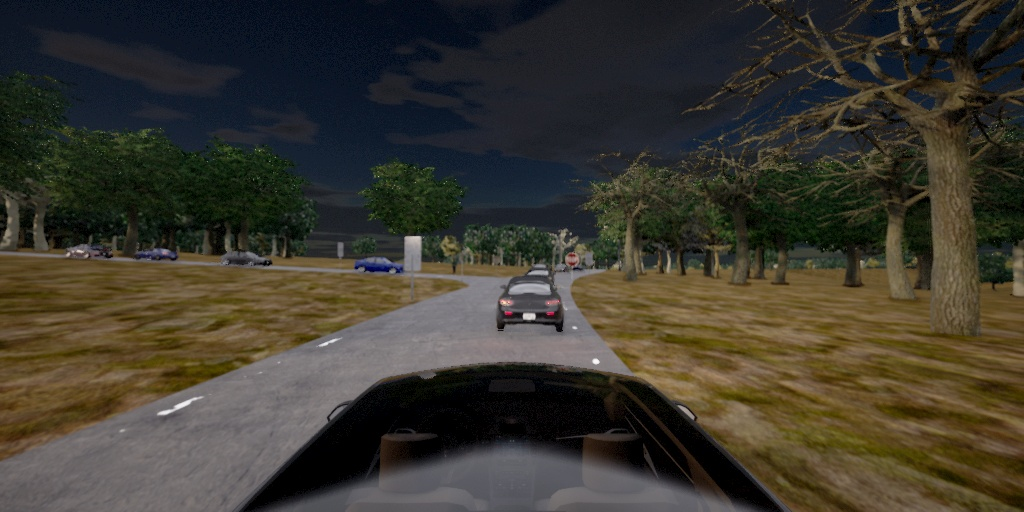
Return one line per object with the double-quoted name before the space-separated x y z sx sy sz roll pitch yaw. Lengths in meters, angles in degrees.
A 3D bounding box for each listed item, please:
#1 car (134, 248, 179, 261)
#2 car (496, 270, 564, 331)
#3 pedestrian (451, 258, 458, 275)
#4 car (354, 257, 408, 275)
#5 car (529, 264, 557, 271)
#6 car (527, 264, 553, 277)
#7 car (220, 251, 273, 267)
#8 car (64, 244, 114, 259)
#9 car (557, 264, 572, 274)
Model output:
"car" -41.103 -0.193 41.524 4.674 1.442 1.812 2 -1 10
"car" 0.573 1.336 11.163 1.812 1.442 4.674 0 0 4
"pedestrian" -6.252 1.084 38.679 0.375 1.860 0.375 0 -4 10
"car" -12.059 0.889 33.256 5.008 1.535 1.882 3 -1 10
"car" 1.631 1.409 21.326 1.812 1.442 4.674 0 -1 7
"car" 3.534 1.713 44.304 1.882 1.535 5.008 -1 -1 19
"car" -26.460 0.318 35.781 4.892 1.490 1.837 2 -2 10
"car" -46.317 -0.435 39.359 4.181 1.385 1.994 2 -1 10
"car" 7.928 2.020 57.026 1.837 1.490 4.892 -1 -1 20
